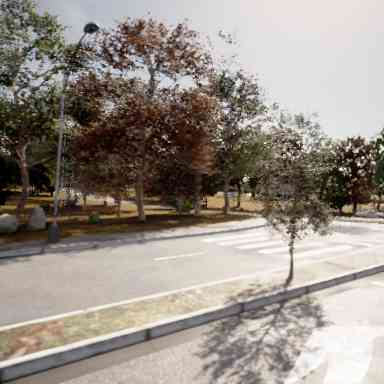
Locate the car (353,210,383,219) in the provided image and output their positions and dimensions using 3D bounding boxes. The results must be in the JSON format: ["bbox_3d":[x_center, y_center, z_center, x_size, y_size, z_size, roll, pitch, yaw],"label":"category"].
[{"bbox_3d":[29.885,3.823,56.417,4.674,1.442,1.812,3,-2,-2],"label":"car"}]
